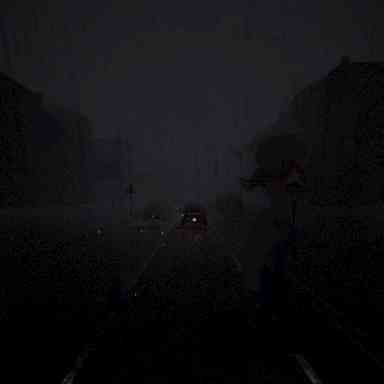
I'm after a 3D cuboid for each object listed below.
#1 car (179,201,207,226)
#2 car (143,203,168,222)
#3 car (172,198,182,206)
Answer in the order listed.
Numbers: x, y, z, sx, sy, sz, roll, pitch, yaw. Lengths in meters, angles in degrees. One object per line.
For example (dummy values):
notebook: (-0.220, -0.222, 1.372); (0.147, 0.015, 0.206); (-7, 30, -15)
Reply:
car: (0.113, 1.698, 25.487); (1.837, 1.490, 4.892); (0, -1, -1)
car: (-3.094, 1.715, 28.832); (1.837, 1.490, 4.892); (0, 0, 0)
car: (-2.990, 2.041, 69.149); (2.128, 1.511, 4.902); (0, -1, 0)
